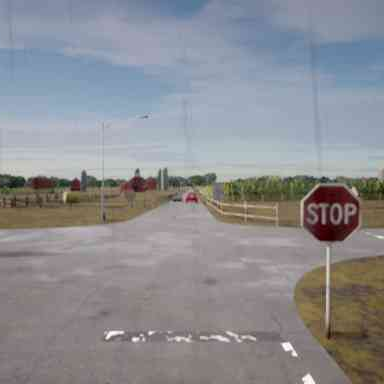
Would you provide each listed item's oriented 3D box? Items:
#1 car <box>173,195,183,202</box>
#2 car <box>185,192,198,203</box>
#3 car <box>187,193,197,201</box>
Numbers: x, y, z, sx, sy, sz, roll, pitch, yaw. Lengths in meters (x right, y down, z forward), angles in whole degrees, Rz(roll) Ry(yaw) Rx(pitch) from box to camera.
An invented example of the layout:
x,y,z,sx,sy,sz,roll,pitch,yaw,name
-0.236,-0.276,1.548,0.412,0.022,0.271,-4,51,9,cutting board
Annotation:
x,y,z,sx,sy,sz,roll,pitch,yaw,name
-2.773,1.311,65.906,2.033,1.411,5.357,0,0,0,car
-0.021,1.002,60.522,2.150,2.045,5.566,0,0,0,car
-0.024,1.007,70.883,2.097,1.767,4.553,0,0,0,car
